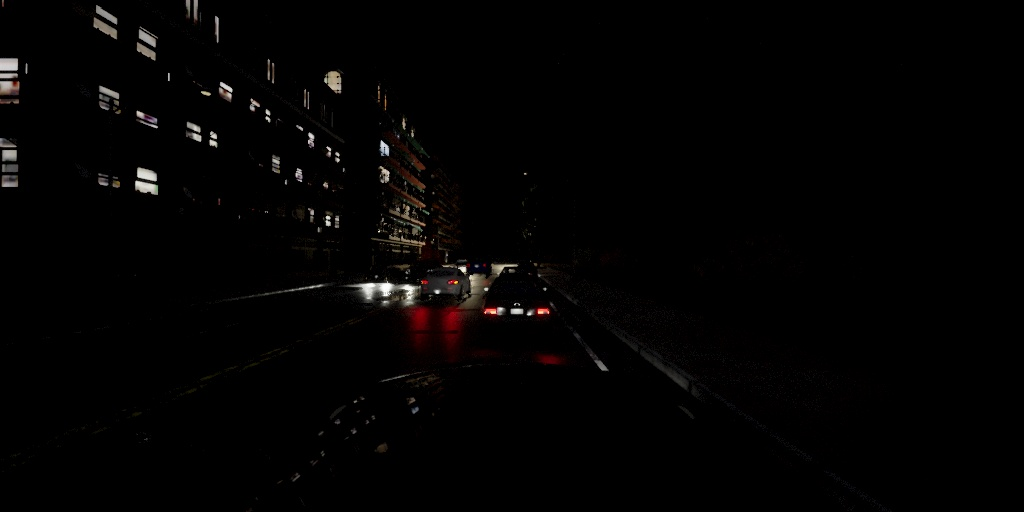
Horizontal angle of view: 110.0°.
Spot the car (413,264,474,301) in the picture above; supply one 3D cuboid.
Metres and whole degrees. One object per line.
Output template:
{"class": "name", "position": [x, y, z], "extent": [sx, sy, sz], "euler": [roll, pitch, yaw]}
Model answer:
{"class": "car", "position": [-3.140, 1.278, 17.403], "extent": [1.812, 1.442, 4.674], "euler": [0, 0, 0]}

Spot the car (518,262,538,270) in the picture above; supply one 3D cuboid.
{"class": "car", "position": [1.159, 1.259, 30.743], "extent": [1.837, 1.490, 4.892], "euler": [0, 0, 0]}

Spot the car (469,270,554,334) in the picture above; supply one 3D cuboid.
{"class": "car", "position": [0.108, 1.299, 10.614], "extent": [2.033, 1.411, 5.357], "euler": [0, 0, 0]}

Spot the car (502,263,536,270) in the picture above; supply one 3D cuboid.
{"class": "car", "position": [0.113, 1.301, 20.976], "extent": [2.033, 1.411, 5.357], "euler": [0, 0, 0]}

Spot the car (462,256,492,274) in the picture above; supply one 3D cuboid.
{"class": "car", "position": [-3.130, 0.978, 34.465], "extent": [2.150, 2.045, 5.566], "euler": [0, 0, 0]}

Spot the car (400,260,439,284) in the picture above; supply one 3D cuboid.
{"class": "car", "position": [-6.582, 1.106, 27.277], "extent": [2.097, 1.767, 4.553], "euler": [0, 0, 0]}

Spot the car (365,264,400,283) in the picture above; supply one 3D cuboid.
{"class": "car", "position": [-9.832, 1.318, 27.997], "extent": [1.994, 1.385, 4.181], "euler": [0, 0, 0]}
